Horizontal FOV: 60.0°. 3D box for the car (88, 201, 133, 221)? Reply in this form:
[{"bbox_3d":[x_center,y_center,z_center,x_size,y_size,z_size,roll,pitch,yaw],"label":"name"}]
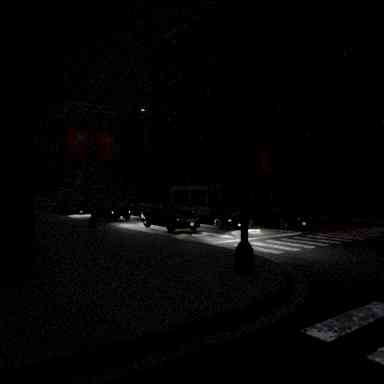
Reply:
[{"bbox_3d":[-6.873,1.693,28.204,1.895,1.301,4.718,0,0,-36],"label":"car"}]

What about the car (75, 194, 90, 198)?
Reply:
[{"bbox_3d":[-21.898,1.476,66.151,2.150,2.045,5.566,0,0,-36],"label":"car"}]

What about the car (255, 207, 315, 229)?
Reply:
[{"bbox_3d":[5.624,1.659,22.293,1.895,1.301,4.718,0,0,-36],"label":"car"}]

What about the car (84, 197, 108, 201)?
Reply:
[{"bbox_3d":[-10.548,1.632,38.906,2.128,1.511,4.902,0,0,-36],"label":"car"}]

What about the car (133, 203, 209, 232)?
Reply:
[{"bbox_3d":[-1.429,1.548,20.627,2.128,1.511,4.902,0,0,-36],"label":"car"}]

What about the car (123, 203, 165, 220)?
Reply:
[{"bbox_3d":[-4.479,1.701,30.437,1.895,1.301,4.718,0,0,-36],"label":"car"}]

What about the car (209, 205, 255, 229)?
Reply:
[{"bbox_3d":[1.412,1.609,22.303,2.033,1.411,5.357,0,0,-33],"label":"car"}]

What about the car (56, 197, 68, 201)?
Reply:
[{"bbox_3d":[-25.181,1.746,65.148,2.128,1.511,4.902,0,0,-36],"label":"car"}]

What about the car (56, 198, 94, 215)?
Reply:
[{"bbox_3d":[-13.049,1.681,36.818,2.033,1.411,5.357,0,0,-35],"label":"car"}]
